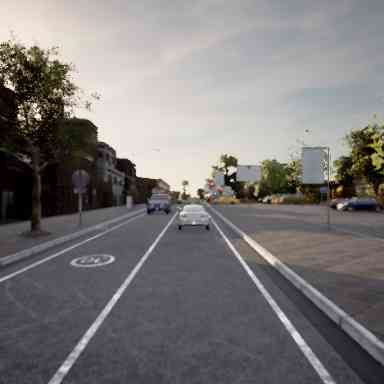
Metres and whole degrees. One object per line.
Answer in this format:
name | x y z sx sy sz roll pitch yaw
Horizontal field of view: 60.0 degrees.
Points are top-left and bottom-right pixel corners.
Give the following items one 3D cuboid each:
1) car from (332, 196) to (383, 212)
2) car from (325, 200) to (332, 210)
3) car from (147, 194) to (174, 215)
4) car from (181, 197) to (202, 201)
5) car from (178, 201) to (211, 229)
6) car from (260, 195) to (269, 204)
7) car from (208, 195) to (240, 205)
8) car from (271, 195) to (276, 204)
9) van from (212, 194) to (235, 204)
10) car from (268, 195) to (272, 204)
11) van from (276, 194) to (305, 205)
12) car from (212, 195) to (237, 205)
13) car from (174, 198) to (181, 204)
car | 18.772 1.334 37.408 4.553 1.767 2.185 0 0 0
car | 18.703 1.501 40.578 4.674 1.452 2.002 0 0 0
car | -3.329 1.234 34.494 2.150 2.045 5.566 0 0 0
car | 0.117 1.366 39.110 2.097 1.767 4.553 0 0 0
car | 0.105 1.536 21.331 1.812 1.442 4.674 0 0 0
car | 18.461 1.591 72.547 5.566 2.045 2.435 0 -2 -1
car | 6.117 1.612 61.925 5.366 1.575 1.946 0 -1 0
car | 18.739 1.653 64.167 5.366 1.575 1.946 0 -1 0
van | 6.373 1.505 67.885 4.442 1.987 1.878 0 -1 0
car | 18.719 1.705 66.827 5.366 1.575 1.946 0 -1 0
van | 18.458 1.382 61.375 4.442 1.987 1.878 0 -1 0
car | 6.311 1.540 64.846 4.553 1.767 2.185 0 -1 0
car | -3.295 2.049 76.110 1.895 1.301 4.718 0 -2 0
